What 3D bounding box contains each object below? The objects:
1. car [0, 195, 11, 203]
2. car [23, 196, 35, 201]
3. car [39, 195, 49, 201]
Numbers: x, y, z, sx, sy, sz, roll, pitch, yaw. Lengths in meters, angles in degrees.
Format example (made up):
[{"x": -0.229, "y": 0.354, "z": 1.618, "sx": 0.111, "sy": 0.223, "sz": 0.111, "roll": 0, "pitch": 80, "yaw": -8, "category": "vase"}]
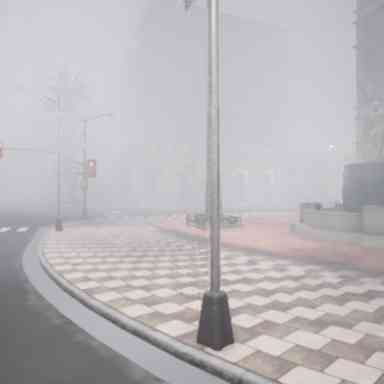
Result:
[{"x": -40.884, "y": 1.697, "z": 72.695, "sx": 1.895, "sy": 1.301, "sz": 4.718, "roll": 0, "pitch": 0, "yaw": -21, "category": "car"}, {"x": -41.477, "y": 1.648, "z": 84.064, "sx": 2.033, "sy": 1.411, "sz": 5.357, "roll": 0, "pitch": 0, "yaw": -22, "category": "car"}, {"x": -38.202, "y": 1.642, "z": 85.297, "sx": 2.033, "sy": 1.411, "sz": 5.357, "roll": 0, "pitch": 0, "yaw": -22, "category": "car"}]
